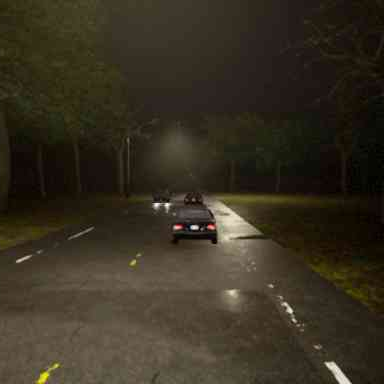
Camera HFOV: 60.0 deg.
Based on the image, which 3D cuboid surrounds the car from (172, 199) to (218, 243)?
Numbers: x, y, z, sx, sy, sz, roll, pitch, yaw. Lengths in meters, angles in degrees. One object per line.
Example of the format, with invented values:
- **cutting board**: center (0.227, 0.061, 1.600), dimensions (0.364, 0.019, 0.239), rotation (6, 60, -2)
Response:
- **car**: center (0.108, 1.270, 14.552), dimensions (2.033, 1.411, 5.357), rotation (0, 1, 0)

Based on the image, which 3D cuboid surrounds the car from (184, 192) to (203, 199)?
- **car**: center (0.157, 0.689, 33.116), dimensions (2.033, 1.411, 5.357), rotation (0, 2, 0)

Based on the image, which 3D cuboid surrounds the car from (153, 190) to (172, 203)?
- **car**: center (-3.424, 0.481, 39.403), dimensions (2.033, 1.411, 5.357), rotation (0, 2, 0)
